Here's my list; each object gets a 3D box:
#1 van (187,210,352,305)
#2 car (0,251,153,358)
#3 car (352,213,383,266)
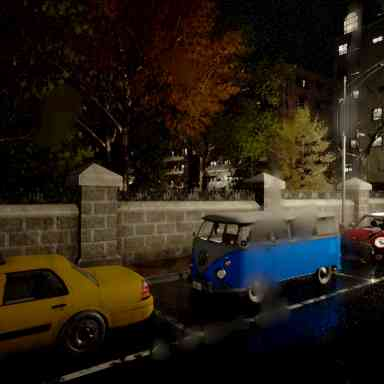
[{"bbox_3d":[1.806,1.343,7.840,3.998,1.788,1.690,0,1,-36],"label":"van"},{"bbox_3d":[-2.901,1.525,4.481,4.829,1.417,1.752,0,1,-36],"label":"car"},{"bbox_3d":[6.374,1.442,11.103,4.097,1.590,1.967,0,1,-36],"label":"car"}]
